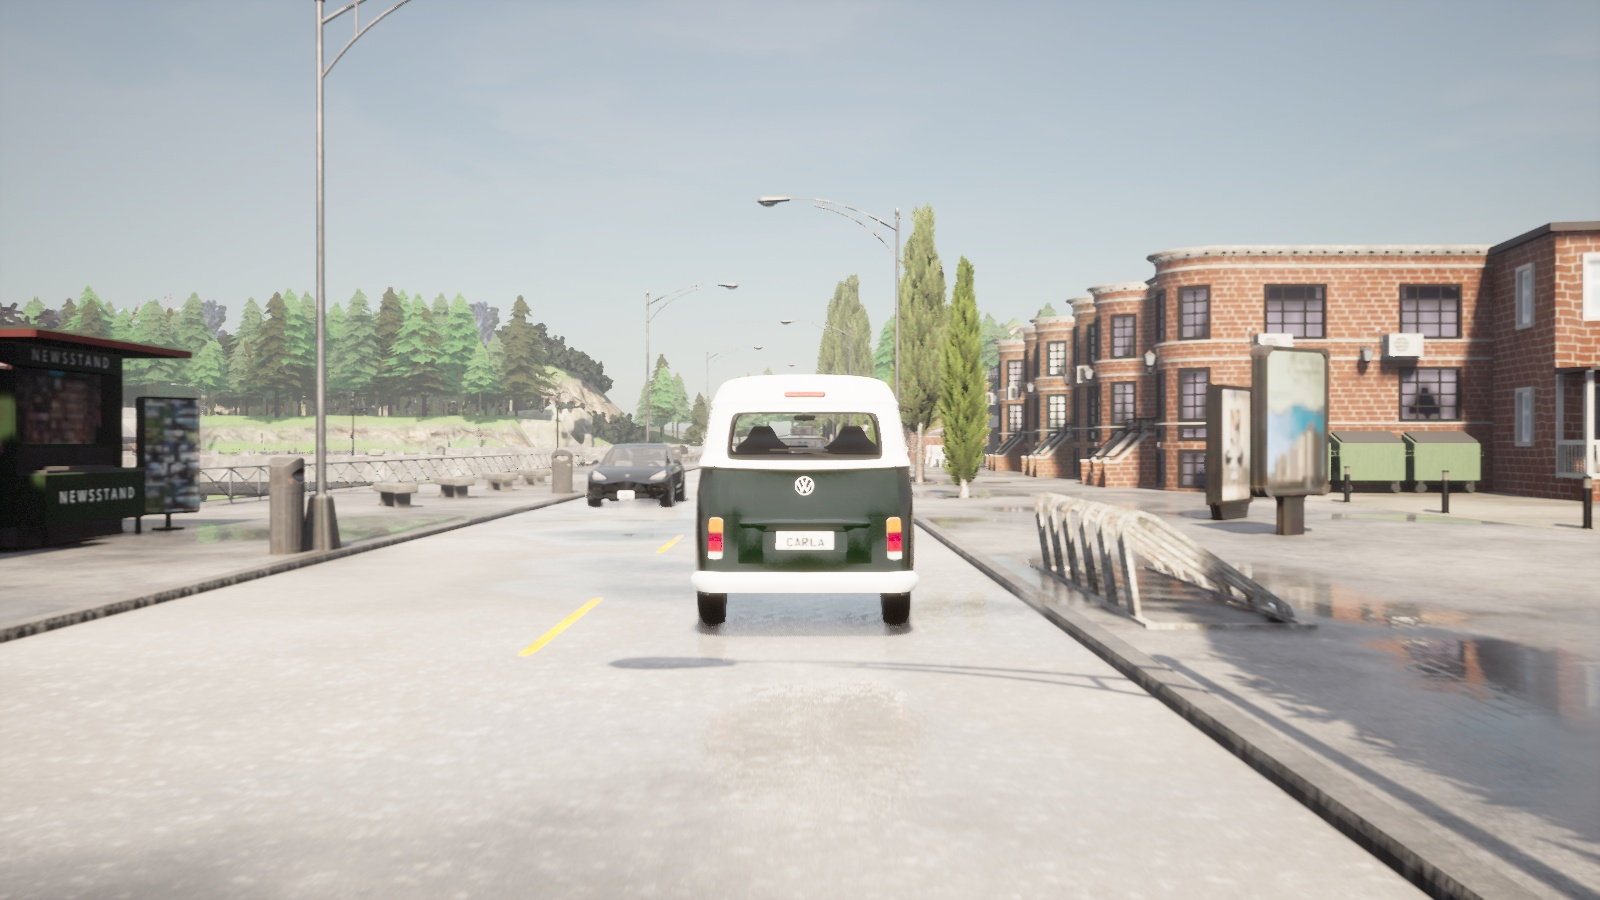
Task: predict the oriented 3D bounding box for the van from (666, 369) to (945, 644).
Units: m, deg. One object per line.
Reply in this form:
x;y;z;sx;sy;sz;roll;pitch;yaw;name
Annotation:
0.045;0.406;11.569;2.069;2.038;4.480;0;0;0;van

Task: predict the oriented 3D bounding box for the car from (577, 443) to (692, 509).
-3.907;0.574;30.511;2.163;1.488;4.792;0;0;0;car
